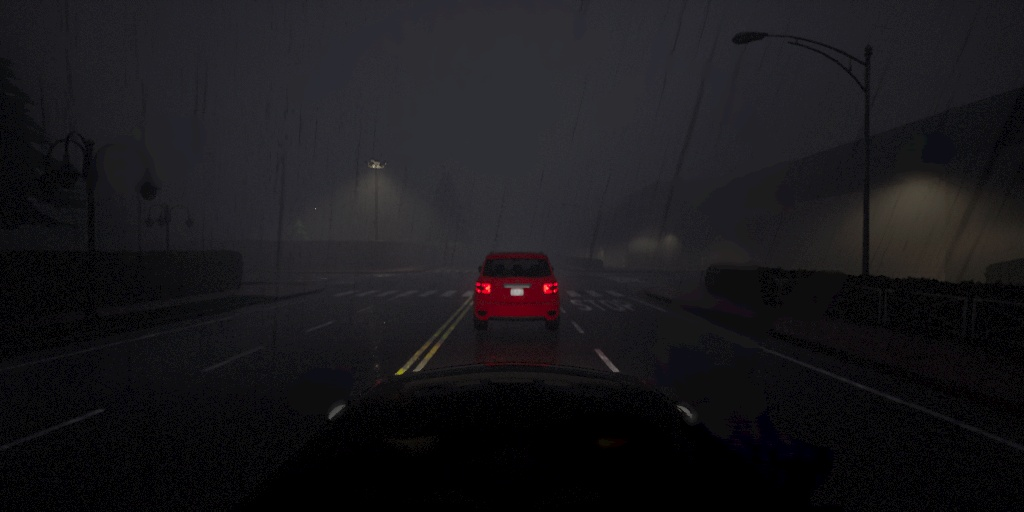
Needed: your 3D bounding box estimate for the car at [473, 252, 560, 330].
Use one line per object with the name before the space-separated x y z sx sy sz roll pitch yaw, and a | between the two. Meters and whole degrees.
car | 0.122 0.887 10.840 2.150 2.045 5.566 0 1 0
